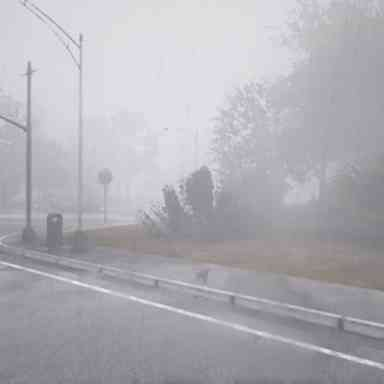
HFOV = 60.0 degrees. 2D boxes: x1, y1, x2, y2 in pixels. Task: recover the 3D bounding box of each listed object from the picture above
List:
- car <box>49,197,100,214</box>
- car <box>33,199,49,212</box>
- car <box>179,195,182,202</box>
[{"bbox_3d":[-10.789,1.322,31.367,1.994,1.385,4.181,1,0,32],"label":"car"},{"bbox_3d":[-13.518,1.218,33.599,2.128,1.511,4.902,1,0,32],"label":"car"},{"bbox_3d":[-2.112,1.241,51.620,1.812,1.442,4.674,1,0,32],"label":"car"}]
